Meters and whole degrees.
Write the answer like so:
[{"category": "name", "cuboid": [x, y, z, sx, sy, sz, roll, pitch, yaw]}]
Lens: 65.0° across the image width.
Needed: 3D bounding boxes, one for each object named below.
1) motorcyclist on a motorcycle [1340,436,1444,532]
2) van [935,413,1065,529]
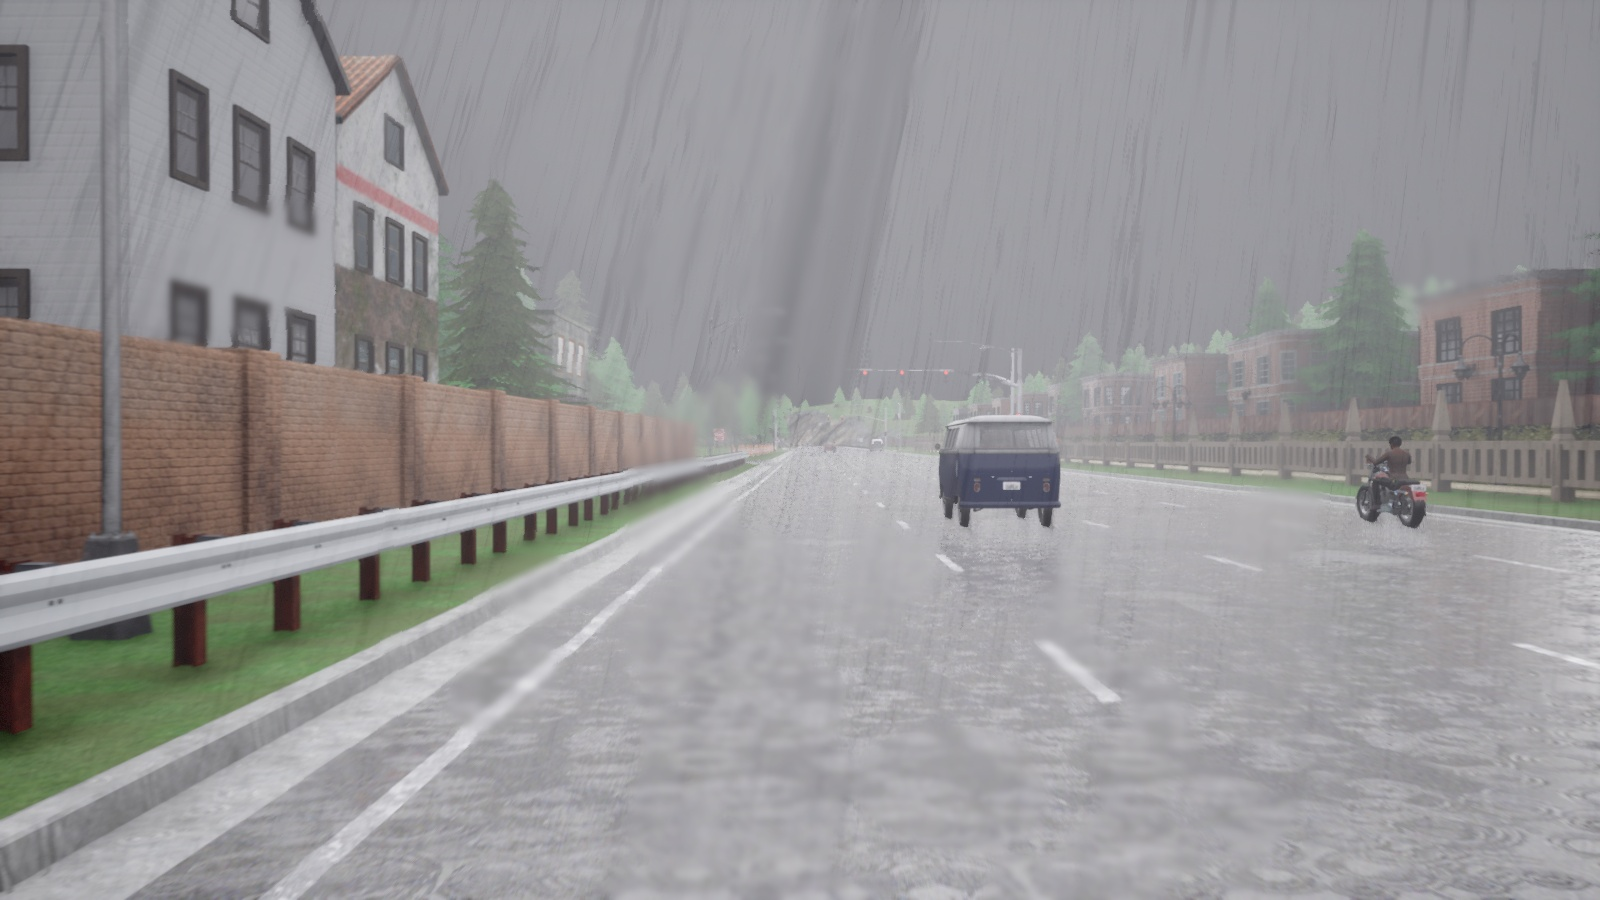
[{"category": "motorcyclist on a motorcycle", "cuboid": [10.645, 0.577, 22.682, 0.766, 1.649, 2.350, 0, 0, 0]}, {"category": "van", "cuboid": [3.650, 0.364, 23.655, 1.775, 1.987, 4.442, 0, 0, 0]}]
